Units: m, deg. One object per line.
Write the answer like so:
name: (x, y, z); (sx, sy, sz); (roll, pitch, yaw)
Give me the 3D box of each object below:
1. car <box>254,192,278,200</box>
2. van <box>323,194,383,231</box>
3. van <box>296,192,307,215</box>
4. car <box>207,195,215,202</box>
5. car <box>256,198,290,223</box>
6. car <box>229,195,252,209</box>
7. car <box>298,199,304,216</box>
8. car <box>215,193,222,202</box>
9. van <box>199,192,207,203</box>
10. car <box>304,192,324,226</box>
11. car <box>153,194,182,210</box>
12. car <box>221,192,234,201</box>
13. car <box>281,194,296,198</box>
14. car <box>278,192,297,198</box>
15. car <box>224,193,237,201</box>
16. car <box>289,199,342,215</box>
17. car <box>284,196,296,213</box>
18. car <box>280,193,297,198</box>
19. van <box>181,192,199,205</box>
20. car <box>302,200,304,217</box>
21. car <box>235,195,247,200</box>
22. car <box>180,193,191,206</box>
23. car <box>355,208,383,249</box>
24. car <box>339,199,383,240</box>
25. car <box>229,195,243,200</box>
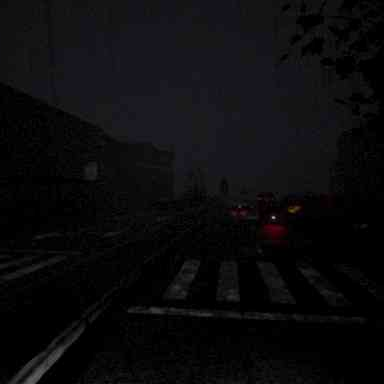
car: (9.429, 1.040, 42.417); (2.150, 2.045, 5.566); (0, 1, 13)
van: (9.482, 1.250, 17.186); (4.442, 1.987, 1.878); (0, 0, 8)
van: (11.362, 1.197, 27.823); (4.442, 1.987, 1.878); (0, 0, 10)
car: (2.333, 1.222, 61.893); (2.002, 1.452, 4.674); (0, 0, 17)
car: (5.993, 1.459, 25.116); (1.837, 1.490, 4.892); (0, 1, 10)
car: (6.139, 1.430, 41.475); (1.895, 1.301, 4.718); (0, 1, 13)
car: (10.790, 1.480, 25.170); (4.674, 1.452, 2.002); (0, 0, 10)
car: (3.981, 1.234, 67.185); (2.002, 1.452, 4.674); (0, 0, 18)
van: (0.727, 0.968, 56.453); (1.878, 1.987, 4.442); (0, 0, 16)
car: (10.010, 1.216, 19.884); (5.566, 2.045, 2.435); (0, 0, 9)
car: (-3.229, 1.320, 40.447); (2.097, 1.535, 5.008); (0, 0, 13)
car: (7.565, 1.031, 77.636); (2.435, 2.045, 5.566); (0, -1, 21)
car: (13.932, 1.309, 41.230); (4.892, 1.521, 2.231); (0, 1, 13)
car: (16.600, 0.955, 51.955); (5.566, 2.045, 2.435); (0, 0, 16)
car: (9.568, 1.236, 82.874); (2.185, 1.767, 4.553); (0, -1, 22)
car: (12.243, 1.423, 33.215); (4.674, 1.452, 2.002); (0, 1, 11)
car: (11.548, 1.400, 30.569); (5.366, 1.575, 1.946); (0, 0, 11)
car: (15.208, 1.278, 46.671); (4.792, 1.488, 2.163); (0, 0, 15)
van: (-0.706, 1.001, 51.103); (1.878, 1.987, 4.442); (0, 0, 15)
car: (10.352, 1.484, 22.591); (4.792, 1.488, 2.163); (0, 0, 9)
car: (13.815, 1.620, 93.077); (2.002, 1.452, 4.674); (0, -1, 24)
car: (-2.023, 1.305, 45.806); (2.163, 1.488, 4.792); (0, 1, 14)
car: (8.808, 1.493, 11.716); (4.892, 1.521, 2.231); (0, 0, 8)
car: (9.236, 1.360, 14.437); (4.553, 1.767, 2.185); (0, 0, 8)
car: (11.675, 1.465, 88.098); (2.231, 1.521, 4.892); (0, -1, 23)
